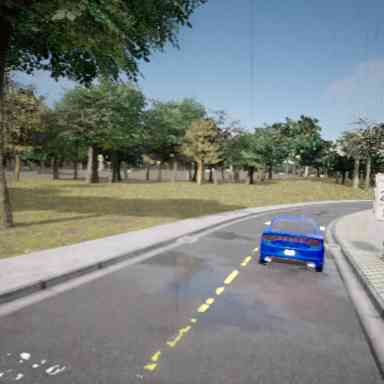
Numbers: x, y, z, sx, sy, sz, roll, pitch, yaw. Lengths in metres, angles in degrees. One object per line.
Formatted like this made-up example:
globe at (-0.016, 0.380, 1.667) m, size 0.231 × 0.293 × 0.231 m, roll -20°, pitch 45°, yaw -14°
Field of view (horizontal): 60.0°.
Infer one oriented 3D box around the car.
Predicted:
car at (3.553, 1.564, 11.643) m, size 1.882 × 1.535 × 5.008 m, roll 4°, pitch 1°, yaw 19°
